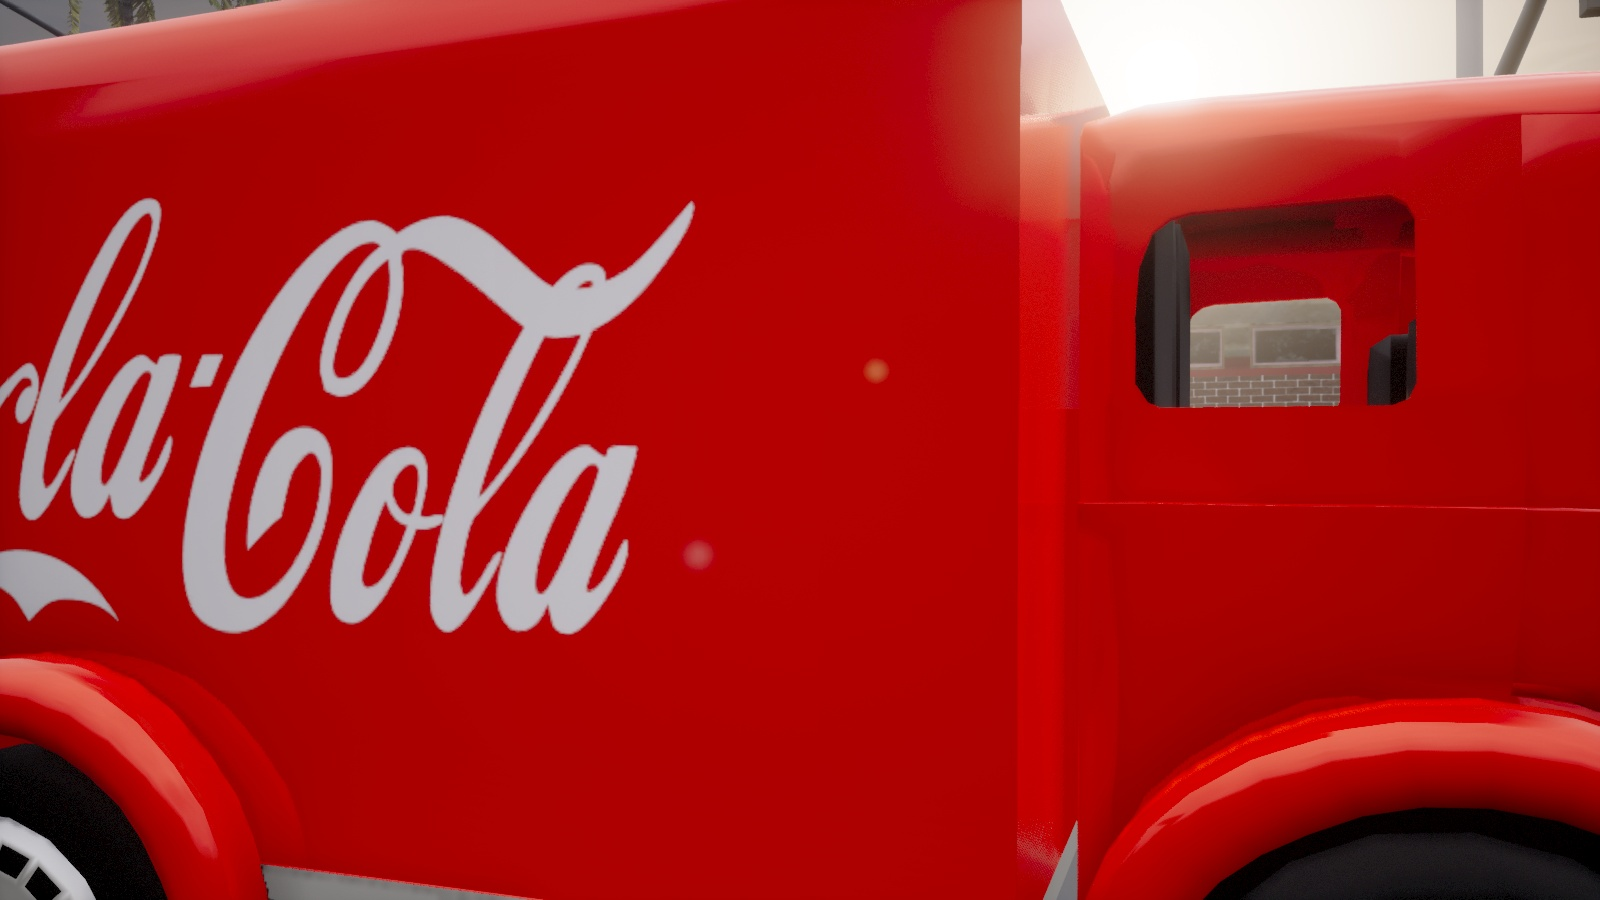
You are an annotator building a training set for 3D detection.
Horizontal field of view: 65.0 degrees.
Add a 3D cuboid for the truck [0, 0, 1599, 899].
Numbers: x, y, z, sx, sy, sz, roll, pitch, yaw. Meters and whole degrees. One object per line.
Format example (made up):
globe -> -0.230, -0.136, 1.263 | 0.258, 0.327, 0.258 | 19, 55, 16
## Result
truck -> -0.068, 0.283, 3.233 | 5.204, 2.467, 2.627 | 1, 1, 20
